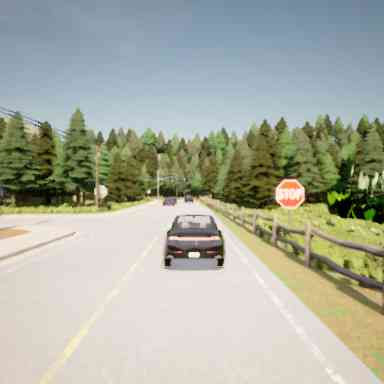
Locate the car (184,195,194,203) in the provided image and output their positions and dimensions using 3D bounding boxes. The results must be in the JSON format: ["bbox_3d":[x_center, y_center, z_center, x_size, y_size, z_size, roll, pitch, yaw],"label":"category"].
[{"bbox_3d":[-0.643,1.597,70.531,1.812,1.442,4.674,0,0,-2],"label":"car"}]

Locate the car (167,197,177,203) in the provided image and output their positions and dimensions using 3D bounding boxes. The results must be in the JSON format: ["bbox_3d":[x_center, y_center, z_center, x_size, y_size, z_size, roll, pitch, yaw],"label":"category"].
[{"bbox_3d":[-4.142,1.664,70.455,1.895,1.301,4.718,0,0,-2],"label":"car"}]

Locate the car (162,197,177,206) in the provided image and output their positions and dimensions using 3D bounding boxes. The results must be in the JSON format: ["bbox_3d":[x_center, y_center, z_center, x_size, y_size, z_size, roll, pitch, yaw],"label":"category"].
[{"bbox_3d":[-3.742,1.621,54.515,1.994,1.385,4.181,0,0,-1],"label":"car"}]

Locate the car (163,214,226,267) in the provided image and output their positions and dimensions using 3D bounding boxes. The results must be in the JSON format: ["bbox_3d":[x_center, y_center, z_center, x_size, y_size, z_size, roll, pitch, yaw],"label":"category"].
[{"bbox_3d":[0.075,1.502,11.475,2.128,1.511,4.902,0,0,0],"label":"car"}]

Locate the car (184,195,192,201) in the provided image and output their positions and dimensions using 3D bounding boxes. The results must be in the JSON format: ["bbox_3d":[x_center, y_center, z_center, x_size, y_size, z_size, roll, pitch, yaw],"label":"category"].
[{"bbox_3d":[-0.927,1.453,80.829,1.837,1.490,4.892,0,0,-2],"label":"car"}]
